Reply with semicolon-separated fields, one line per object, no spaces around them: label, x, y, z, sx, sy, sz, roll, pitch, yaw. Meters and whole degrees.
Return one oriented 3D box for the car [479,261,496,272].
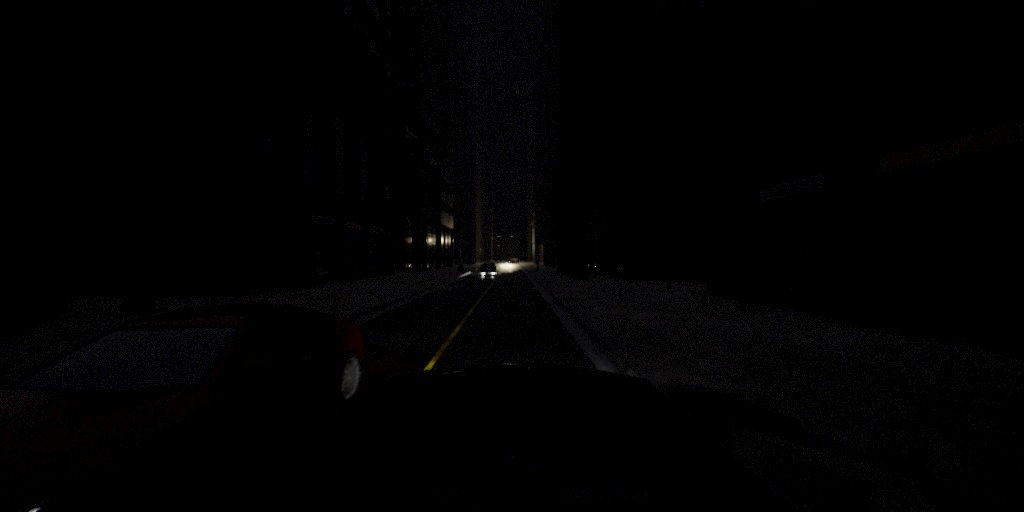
car;-3.046;1.372;46.362;1.994;1.385;4.181;0;0;0

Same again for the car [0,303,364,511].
car;-3.100;1.278;3.610;1.812;1.442;4.674;0;0;0
